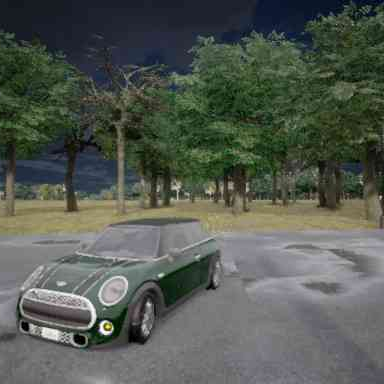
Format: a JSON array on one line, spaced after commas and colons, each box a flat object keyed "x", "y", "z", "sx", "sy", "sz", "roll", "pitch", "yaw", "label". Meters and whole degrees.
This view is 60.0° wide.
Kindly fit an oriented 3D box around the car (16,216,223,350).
[{"x": -1.017, "y": 1.363, "z": 6.614, "sx": 2.097, "sy": 1.767, "sz": 4.553, "roll": 0, "pitch": 0, "yaw": 25, "label": "car"}]
